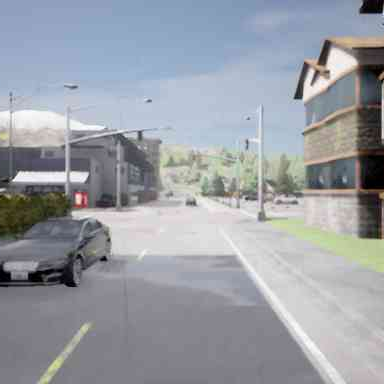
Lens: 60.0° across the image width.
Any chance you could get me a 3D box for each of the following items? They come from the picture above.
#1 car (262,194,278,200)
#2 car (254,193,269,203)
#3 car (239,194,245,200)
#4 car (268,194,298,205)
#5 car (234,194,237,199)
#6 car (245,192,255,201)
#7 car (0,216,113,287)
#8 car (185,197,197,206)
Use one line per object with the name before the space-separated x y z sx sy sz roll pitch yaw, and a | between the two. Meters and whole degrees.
car | 21.056 1.325 89.406 3.806 1.475 1.970 0 0 0
car | 14.002 1.120 58.081 5.027 1.636 2.152 0 0 0
car | 13.544 1.053 73.780 4.605 1.855 1.932 0 0 0
car | 14.345 1.203 51.665 3.806 1.475 1.970 0 0 0
car | 13.626 1.317 92.364 3.633 1.501 1.845 0 0 0
car | 13.965 1.035 70.876 3.866 1.878 1.905 0 0 0
car | -3.603 1.487 9.405 2.128 1.511 4.902 0 0 0
car | -0.146 1.511 52.320 2.033 1.411 5.357 0 0 0
